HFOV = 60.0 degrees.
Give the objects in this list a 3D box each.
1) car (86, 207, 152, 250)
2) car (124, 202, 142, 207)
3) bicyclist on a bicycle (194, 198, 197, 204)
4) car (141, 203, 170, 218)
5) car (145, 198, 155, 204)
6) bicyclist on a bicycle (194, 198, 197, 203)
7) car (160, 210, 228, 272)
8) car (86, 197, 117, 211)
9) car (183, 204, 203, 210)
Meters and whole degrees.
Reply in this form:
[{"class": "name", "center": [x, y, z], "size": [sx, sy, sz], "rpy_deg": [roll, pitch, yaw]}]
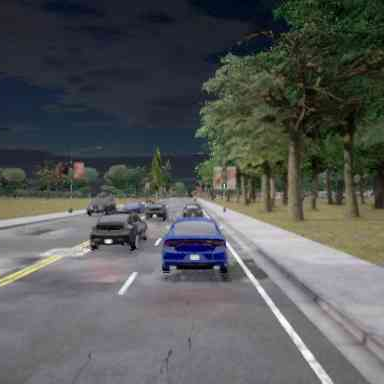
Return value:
[{"class": "car", "center": [-3.158, 1.638, 15.001], "size": [1.837, 1.490, 4.892], "rpy_deg": [0, -1, 0]}, {"class": "car", "center": [-6.598, 1.832, 37.790], "size": [1.882, 1.535, 5.008], "rpy_deg": [0, -1, 0]}, {"class": "bicyclist on a bicycle", "center": [0.887, 2.290, 84.432], "size": [0.582, 1.620, 1.656], "rpy_deg": [0, -1, 0]}, {"class": "car", "center": [-3.159, 1.788, 30.635], "size": [1.837, 1.490, 4.892], "rpy_deg": [0, -1, 0]}, {"class": "car", "center": [-9.757, 2.128, 77.357], "size": [1.895, 1.301, 4.718], "rpy_deg": [0, -1, 0]}, {"class": "bicyclist on a bicycle", "center": [0.881, 2.374, 93.430], "size": [0.866, 1.612, 1.509], "rpy_deg": [0, -1, 0]}, {"class": "car", "center": [0.083, 1.576, 11.164], "size": [1.882, 1.535, 5.008], "rpy_deg": [0, 0, 0]}, {"class": "car", "center": [-9.851, 1.565, 36.700], "size": [2.150, 2.045, 5.566], "rpy_deg": [0, -1, 0]}, {"class": "car", "center": [0.092, 1.817, 31.473], "size": [1.812, 1.442, 4.674], "rpy_deg": [0, -1, 0]}]
